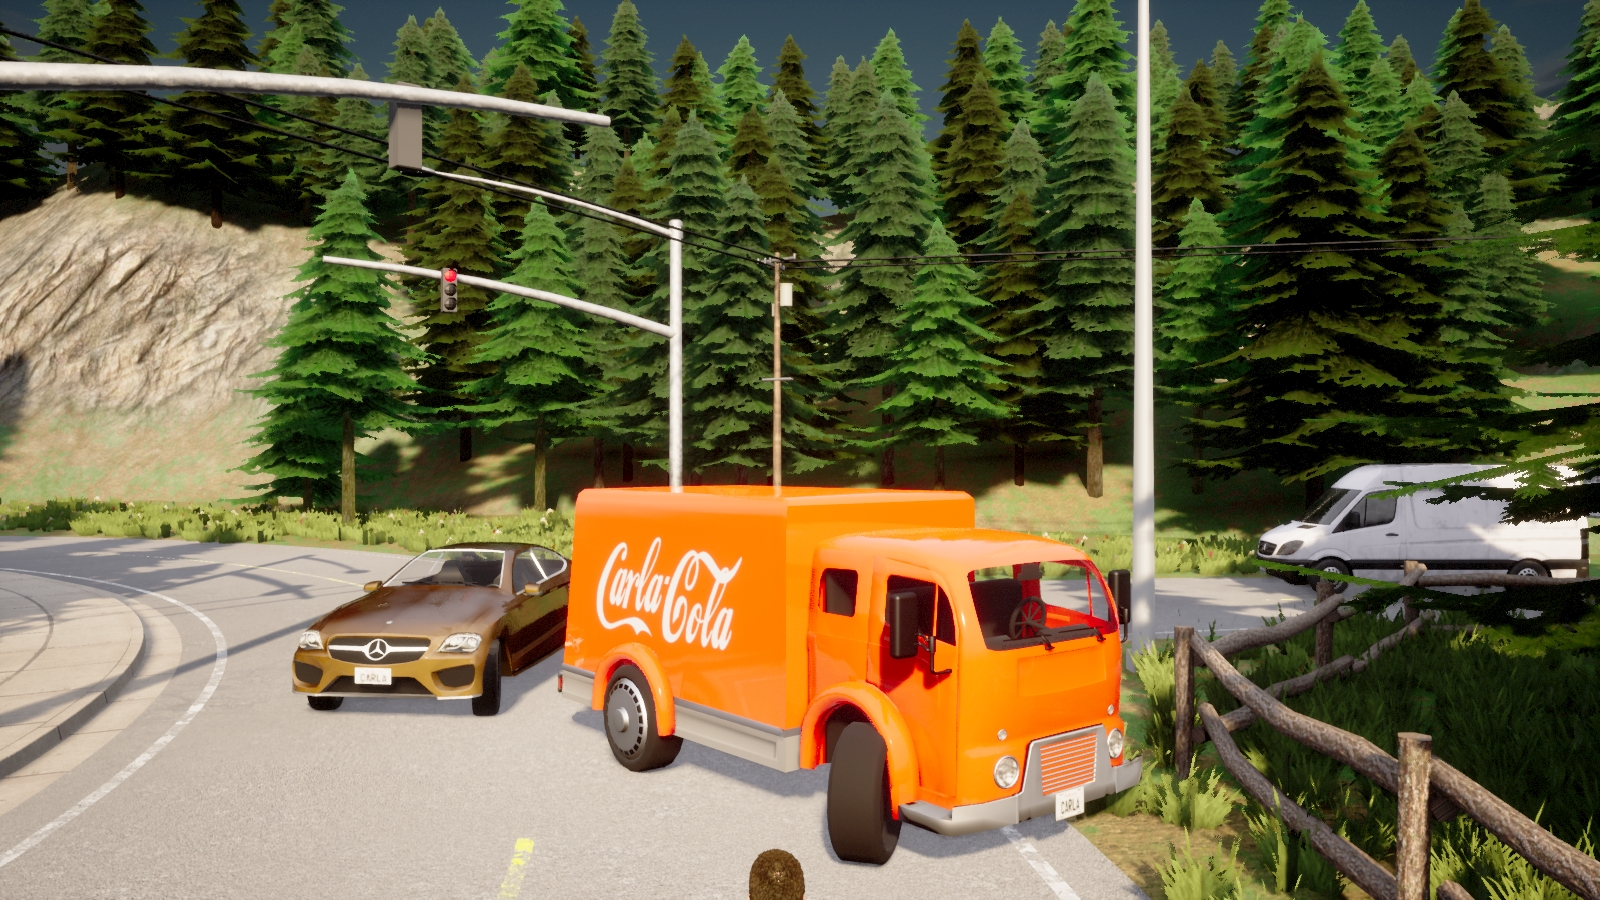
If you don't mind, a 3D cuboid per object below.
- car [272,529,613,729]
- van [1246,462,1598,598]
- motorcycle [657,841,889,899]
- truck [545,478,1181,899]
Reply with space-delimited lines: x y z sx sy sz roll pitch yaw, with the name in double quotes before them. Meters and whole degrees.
"car" -4.038 1.970 14.038 2.152 1.651 5.027 0 0 6
"van" 12.302 1.534 22.944 5.915 2.561 1.988 0 0 4
"motorcycle" -0.074 2.159 3.526 0.803 1.199 2.033 0 0 -2
"truck" 0.202 1.542 9.769 2.627 2.467 5.204 0 0 -39
